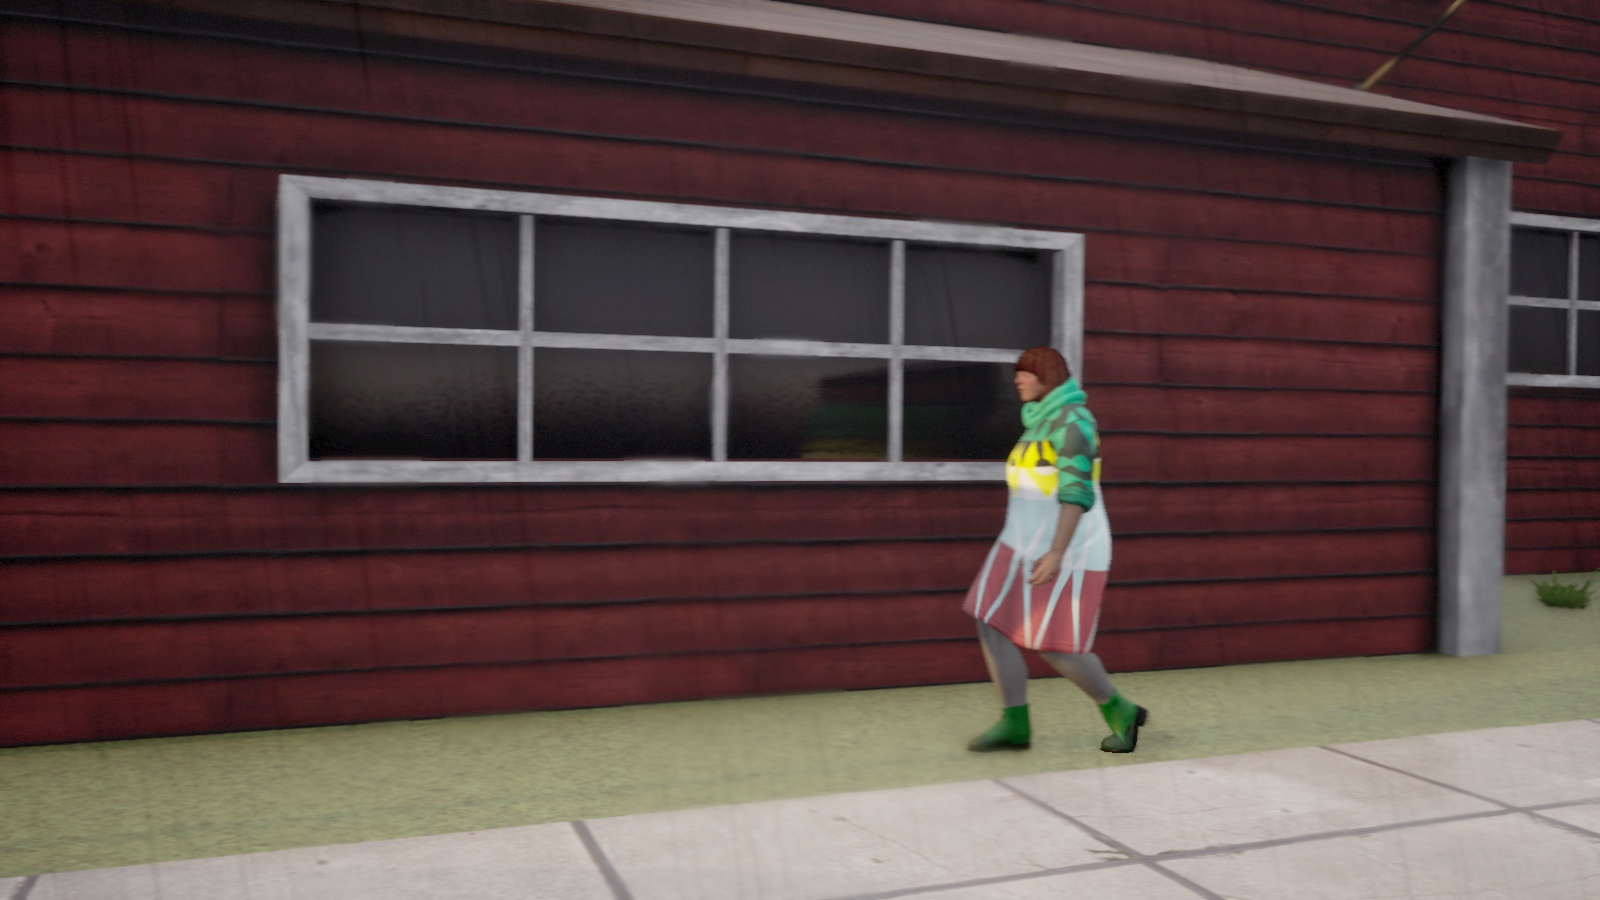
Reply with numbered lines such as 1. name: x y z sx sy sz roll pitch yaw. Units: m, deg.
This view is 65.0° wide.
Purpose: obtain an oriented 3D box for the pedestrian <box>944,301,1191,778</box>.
1. pedestrian: 1.151 0.359 5.515 0.873 1.952 0.659 -1 1 -8
